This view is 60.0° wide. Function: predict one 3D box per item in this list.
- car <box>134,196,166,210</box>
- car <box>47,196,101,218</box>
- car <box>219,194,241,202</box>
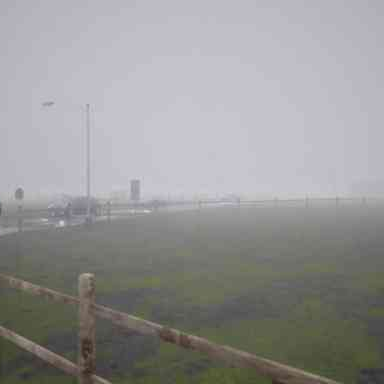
[{"bbox_3d":[-4.650,1.189,37.643,1.812,1.442,4.674,0,1,28],"label":"car"},{"bbox_3d":[-9.701,1.134,27.587,2.097,1.767,4.553,0,1,27],"label":"car"},{"bbox_3d":[6.585,0.973,57.048,2.033,1.411,5.357,0,1,32],"label":"car"}]
